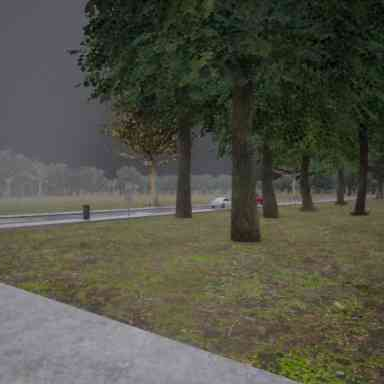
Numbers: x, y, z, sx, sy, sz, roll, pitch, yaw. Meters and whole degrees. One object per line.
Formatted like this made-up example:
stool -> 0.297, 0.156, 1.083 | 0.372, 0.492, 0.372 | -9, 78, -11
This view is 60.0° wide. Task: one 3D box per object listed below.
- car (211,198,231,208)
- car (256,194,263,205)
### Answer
car -> 4.455, 1.575, 47.789 | 1.812, 1.442, 4.674 | 0, 0, 36
car -> 10.227, 1.274, 55.829 | 2.150, 2.045, 5.566 | 0, 0, 36
